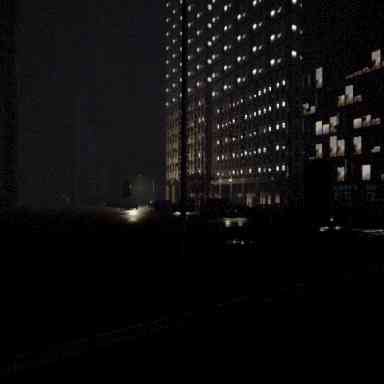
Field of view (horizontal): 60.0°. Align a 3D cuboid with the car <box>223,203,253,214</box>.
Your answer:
[{"bbox_3d":[6.139,2.168,44.743,1.947,1.339,4.313,-1,-1,-26],"label":"car"}]

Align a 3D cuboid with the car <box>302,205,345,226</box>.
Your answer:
[{"bbox_3d":[8.879,1.744,25.892,2.128,1.511,4.902,0,-1,-26],"label":"car"}]

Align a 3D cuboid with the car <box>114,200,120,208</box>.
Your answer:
[{"bbox_3d":[-13.620,2.602,66.218,1.752,1.417,4.829,-1,-1,-26],"label":"car"}]

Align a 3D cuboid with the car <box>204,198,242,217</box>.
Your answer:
[{"bbox_3d":[3.371,1.699,37.225,2.150,2.045,5.566,0,-1,-26],"label":"car"}]

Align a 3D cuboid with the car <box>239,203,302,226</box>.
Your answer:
[{"bbox_3d":[5.979,1.813,25.904,2.008,1.369,4.403,-1,-1,-26],"label":"car"}]

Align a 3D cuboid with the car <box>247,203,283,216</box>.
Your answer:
[{"bbox_3d":[8.598,2.068,39.685,1.947,1.339,4.313,-1,-1,-26],"label":"car"}]

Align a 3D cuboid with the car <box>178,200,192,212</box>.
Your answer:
[{"bbox_3d":[-2.173,2.267,48.681,1.994,1.385,4.181,0,-1,-26],"label":"car"}]

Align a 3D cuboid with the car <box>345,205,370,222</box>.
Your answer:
[{"bbox_3d":[13.516,1.854,29.568,2.008,1.369,4.403,-1,-1,-26],"label":"car"}]

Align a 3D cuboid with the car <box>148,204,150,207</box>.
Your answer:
[{"bbox_3d":[-8.615,2.808,75.092,1.802,1.307,4.206,-1,-1,-26],"label":"car"}]

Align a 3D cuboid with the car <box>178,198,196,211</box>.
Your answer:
[{"bbox_3d":[-1.330,2.024,54.099,2.150,2.045,5.566,0,-1,-26],"label":"car"}]

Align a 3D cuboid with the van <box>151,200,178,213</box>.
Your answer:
[{"bbox_3d":[-3.861,2.005,46.141,1.690,1.788,3.998,-1,-1,-26],"label":"van"}]

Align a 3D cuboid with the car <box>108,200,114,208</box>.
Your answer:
[{"bbox_3d":[-16.153,2.731,71.429,1.887,1.381,4.507,-1,-1,-26],"label":"car"}]

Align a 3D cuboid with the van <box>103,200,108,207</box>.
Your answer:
[{"bbox_3d":[-18.615,2.634,76.488,1.690,1.788,3.998,-1,-1,-26],"label":"van"}]

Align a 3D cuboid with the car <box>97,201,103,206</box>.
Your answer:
[{"bbox_3d":[-23.529,3.053,86.602,1.887,1.381,4.507,-1,-1,-26],"label":"car"}]

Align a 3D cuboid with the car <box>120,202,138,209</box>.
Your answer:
[{"bbox_3d":[-11.235,2.525,61.312,2.008,1.369,4.403,-1,-1,-26],"label":"car"}]
